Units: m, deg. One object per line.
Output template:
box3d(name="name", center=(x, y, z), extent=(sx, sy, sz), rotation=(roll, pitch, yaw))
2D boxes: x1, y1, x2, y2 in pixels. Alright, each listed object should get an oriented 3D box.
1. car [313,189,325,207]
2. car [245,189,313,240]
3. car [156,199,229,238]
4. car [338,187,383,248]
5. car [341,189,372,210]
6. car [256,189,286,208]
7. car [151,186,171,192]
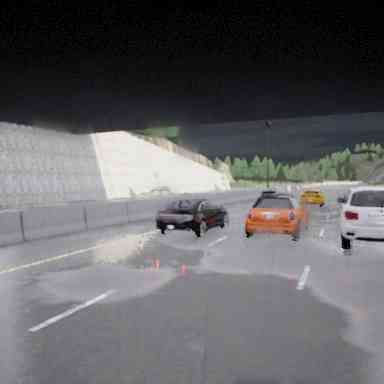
box3d(name="car", center=(11.246, 0.484, 30.975), extent=(1.882, 1.535, 5.008), rotation=(0, 2, 24))
box3d(name="car", center=(3.822, 0.895, 14.458), extent=(2.097, 1.767, 4.553), rotation=(0, 2, 24))
box3d(name="car", center=(0.186, 1.046, 14.910), extent=(2.128, 1.511, 4.902), rotation=(0, 2, 24))
box3d(name="car", center=(6.629, 0.813, 12.167), extent=(2.150, 2.045, 5.566), rotation=(0, 2, 24))
box3d(name="car", center=(13.777, 0.567, 28.070), extent=(2.128, 1.511, 4.902), rotation=(0, 2, 24))
box3d(name="car", center=(7.429, 0.536, 31.021), extent=(1.837, 1.490, 4.892), rotation=(0, 2, 24))
box3d(name="car", center=(-5.079, -0.442, 54.663), extent=(1.812, 1.442, 4.674), rotation=(0, 2, 24))
